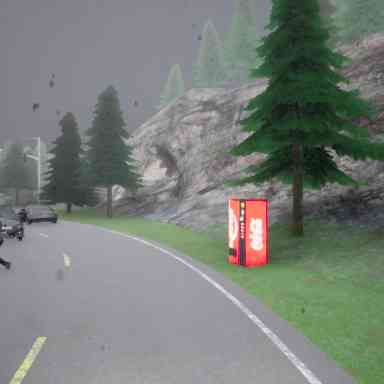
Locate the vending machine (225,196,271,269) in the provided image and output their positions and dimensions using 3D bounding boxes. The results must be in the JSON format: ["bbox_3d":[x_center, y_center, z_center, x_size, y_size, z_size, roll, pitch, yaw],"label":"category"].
[{"bbox_3d":[1.724,1.195,10.326,1.100,2.100,0.880,0,0,-18],"label":"vending machine"}]

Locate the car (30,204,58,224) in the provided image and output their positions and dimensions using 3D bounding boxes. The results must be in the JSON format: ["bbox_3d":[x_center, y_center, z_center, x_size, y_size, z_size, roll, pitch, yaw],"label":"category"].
[{"bbox_3d":[-11.338,1.564,24.263,1.994,1.385,4.181,0,0,-39],"label":"car"}]

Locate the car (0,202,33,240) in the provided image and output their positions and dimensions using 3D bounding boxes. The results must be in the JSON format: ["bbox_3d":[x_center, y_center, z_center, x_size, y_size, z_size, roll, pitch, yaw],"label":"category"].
[{"bbox_3d":[-9.531,1.491,16.288,2.128,1.511,4.902,0,0,-36],"label":"car"}]

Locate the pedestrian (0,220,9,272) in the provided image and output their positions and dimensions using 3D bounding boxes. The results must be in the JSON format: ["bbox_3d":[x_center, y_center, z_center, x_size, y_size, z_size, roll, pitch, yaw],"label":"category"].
[{"bbox_3d":[-5.355,1.295,9.140,0.375,1.860,0.375,0,0,-21],"label":"pedestrian"}]
